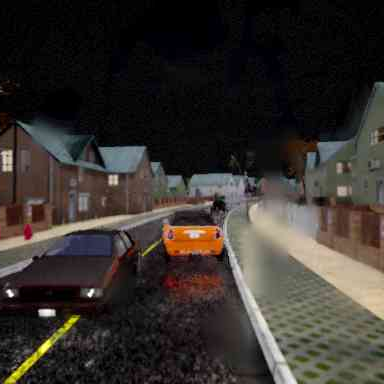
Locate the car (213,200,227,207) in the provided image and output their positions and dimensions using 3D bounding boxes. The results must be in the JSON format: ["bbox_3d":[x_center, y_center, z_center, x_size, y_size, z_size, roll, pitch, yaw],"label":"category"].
[{"bbox_3d":[3.537,1.804,43.310,1.812,1.442,4.674,0,0,11],"label":"car"}]

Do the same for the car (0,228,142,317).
[{"bbox_3d":[-2.416,1.637,8.163,2.033,1.411,5.357,0,-1,-1],"label":"car"}]

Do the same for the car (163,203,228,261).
[{"bbox_3d":[-0.064,1.484,13.098,2.097,1.767,4.553,0,-1,-4],"label":"car"}]
